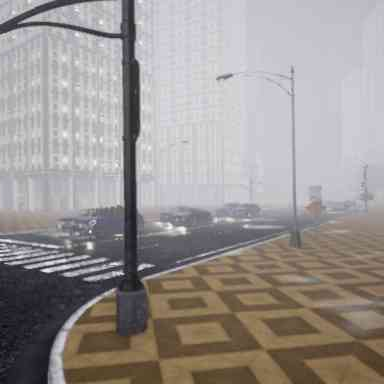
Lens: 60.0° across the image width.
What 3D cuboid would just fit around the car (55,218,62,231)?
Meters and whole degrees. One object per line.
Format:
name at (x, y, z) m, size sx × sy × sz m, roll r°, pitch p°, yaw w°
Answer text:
car at (-6.791, 1.863, 22.512) m, size 2.128 × 1.511 × 4.902 m, roll -1°, pitch -1°, yaw 34°

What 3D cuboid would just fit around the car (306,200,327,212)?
car at (17.593, 2.099, 47.017) m, size 1.895 × 1.301 × 4.718 m, roll -1°, pitch -1°, yaw 32°

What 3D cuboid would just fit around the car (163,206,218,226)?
car at (-0.034, 1.933, 26.655) m, size 1.994 × 1.385 × 4.181 m, roll -1°, pitch -1°, yaw 35°

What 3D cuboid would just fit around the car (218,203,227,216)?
car at (4.628, 1.992, 39.343) m, size 1.882 × 1.535 × 5.008 m, roll -1°, pitch -1°, yaw 34°

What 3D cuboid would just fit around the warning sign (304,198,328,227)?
warning sign at (8.193, 1.332, 21.956) m, size 1.300 × 1.860 × 1.060 m, roll -1°, pitch 0°, yaw 34°

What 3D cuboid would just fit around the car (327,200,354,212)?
car at (20.108, 1.989, 44.911) m, size 2.033 × 1.411 × 5.357 m, roll -1°, pitch -1°, yaw 31°

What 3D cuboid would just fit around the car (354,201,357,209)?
car at (25.479, 1.989, 53.781) m, size 1.882 × 1.535 × 5.008 m, roll -1°, pitch -1°, yaw 30°

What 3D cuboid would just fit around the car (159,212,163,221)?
car at (-1.145, 2.007, 30.795) m, size 1.994 × 1.385 × 4.181 m, roll -1°, pitch -1°, yaw 35°

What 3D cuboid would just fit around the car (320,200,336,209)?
car at (22.750, 2.092, 55.546) m, size 1.812 × 1.442 × 4.674 m, roll -1°, pitch -1°, yaw 31°

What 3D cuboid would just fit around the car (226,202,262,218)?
car at (5.889, 1.947, 35.401) m, size 1.837 × 1.490 × 4.892 m, roll -1°, pitch -1°, yaw 34°

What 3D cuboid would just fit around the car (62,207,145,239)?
car at (-4.865, 1.658, 19.524) m, size 2.097 × 1.767 × 4.553 m, roll -1°, pitch -1°, yaw 34°
